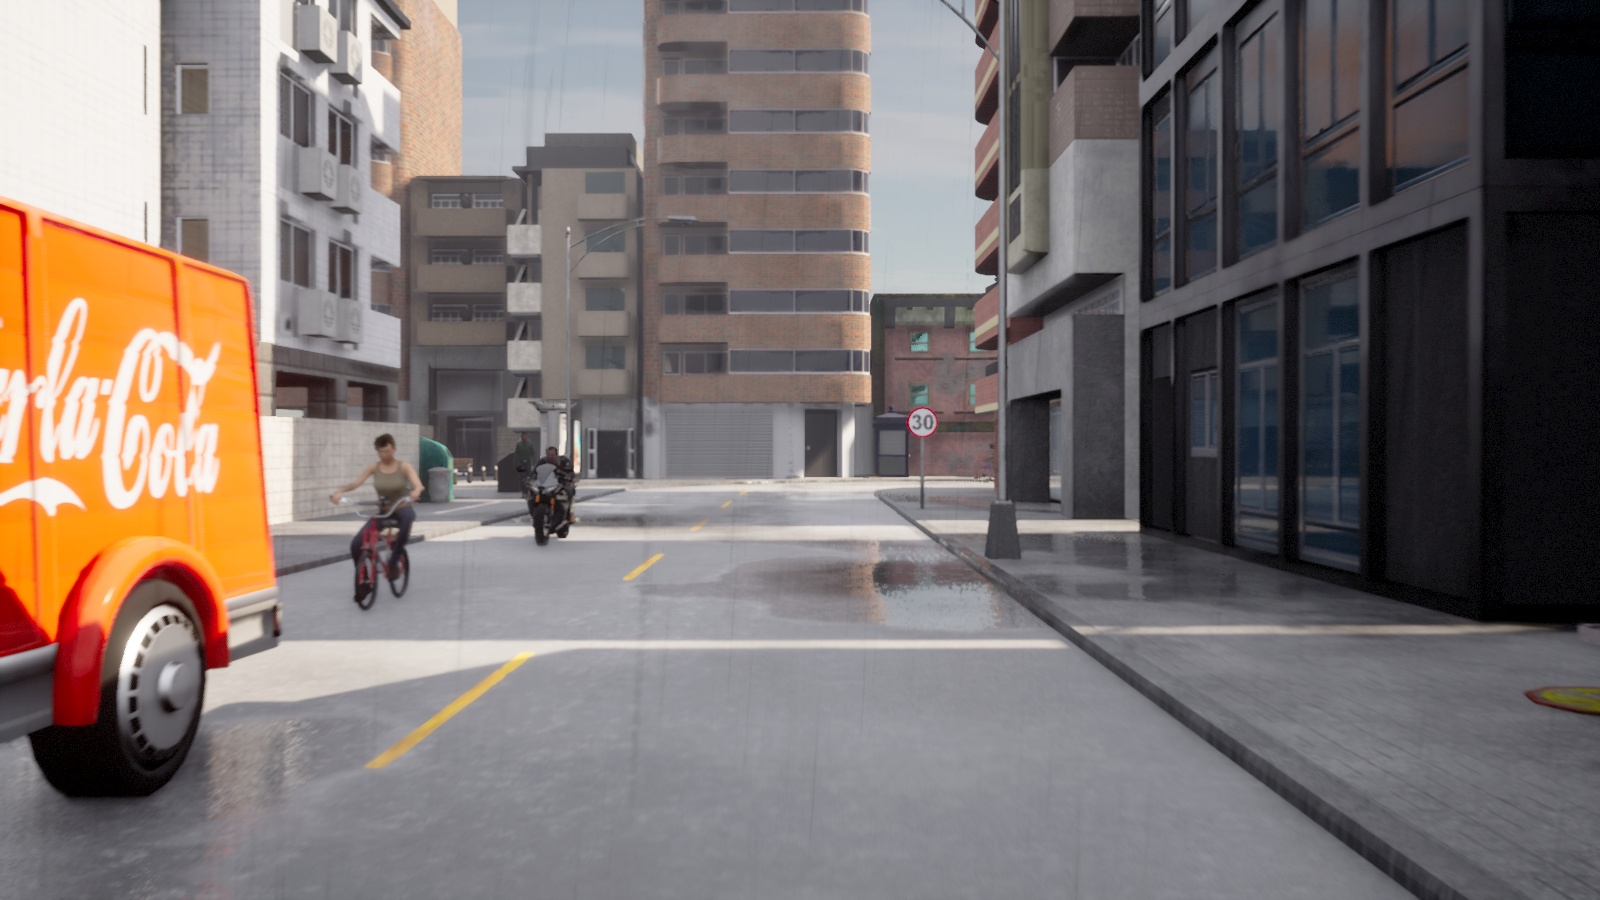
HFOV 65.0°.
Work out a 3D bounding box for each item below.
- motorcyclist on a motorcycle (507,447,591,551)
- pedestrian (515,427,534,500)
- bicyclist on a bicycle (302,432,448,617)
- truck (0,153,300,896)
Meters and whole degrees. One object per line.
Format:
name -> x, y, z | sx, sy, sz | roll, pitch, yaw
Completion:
motorcyclist on a motorcycle -> -3.874, 0.723, 19.586 | 0.866, 1.530, 2.191 | 0, 0, 0
pedestrian -> -7.363, 0.355, 33.550 | 0.423, 1.949, 0.788 | 0, 0, -7
bicyclist on a bicycle -> -3.925, 0.647, 11.725 | 0.866, 1.612, 1.509 | 0, 0, 0
truck -> -3.969, 0.246, 4.082 | 2.627, 2.467, 5.204 | 0, 0, 0
